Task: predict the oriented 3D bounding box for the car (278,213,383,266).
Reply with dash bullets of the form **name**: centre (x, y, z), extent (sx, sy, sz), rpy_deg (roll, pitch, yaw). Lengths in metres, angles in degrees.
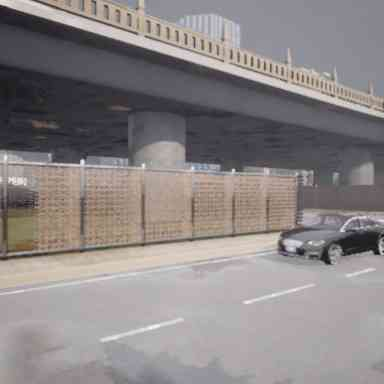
- **car**: centre (5.120, 1.529, 11.747), extent (4.902, 1.511, 2.128), rpy_deg (0, 0, -34)
